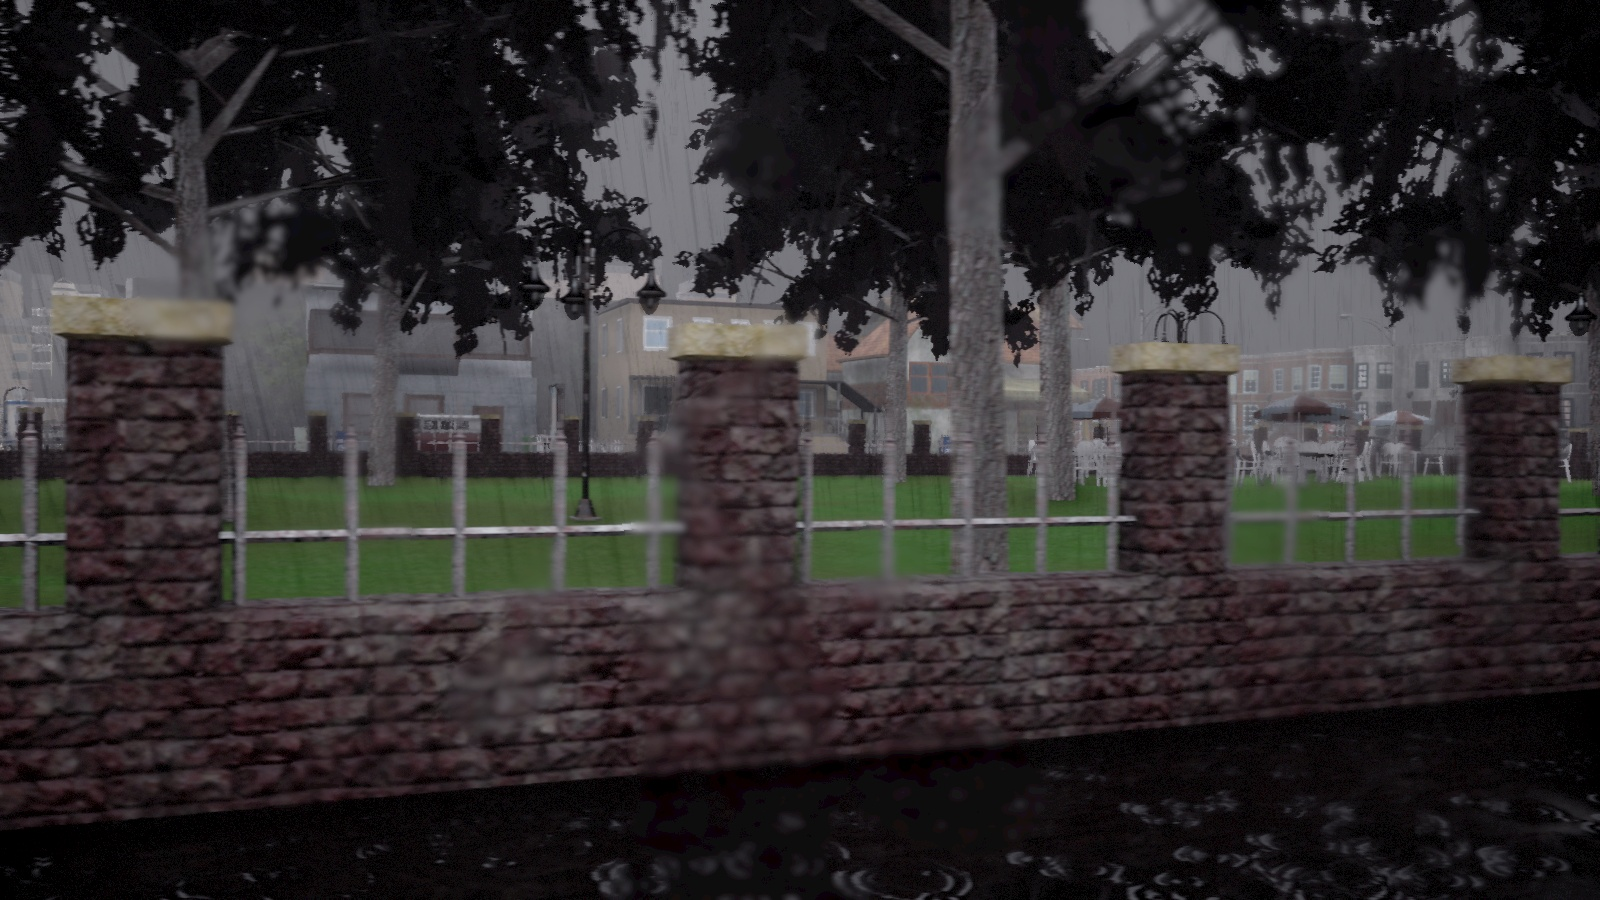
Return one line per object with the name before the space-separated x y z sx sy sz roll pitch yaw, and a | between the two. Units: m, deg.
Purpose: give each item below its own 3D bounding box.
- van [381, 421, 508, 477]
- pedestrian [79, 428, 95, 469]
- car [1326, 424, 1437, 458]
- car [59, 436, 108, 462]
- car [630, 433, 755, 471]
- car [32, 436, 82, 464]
van | -13.336 -0.072 47.136 4.442 1.987 1.775 -1 1 -21
pedestrian | -33.675 -0.093 59.305 0.396 1.930 0.692 -1 1 -10
car | 26.250 -0.396 56.788 4.193 1.474 1.816 -1 1 1
car | -47.247 -0.109 82.885 2.033 1.649 4.856 -1 1 -20
car | -4.332 0.048 50.547 4.674 1.442 1.812 -1 1 -21
car | -44.150 -0.041 74.687 1.851 1.617 3.988 -1 1 -21
